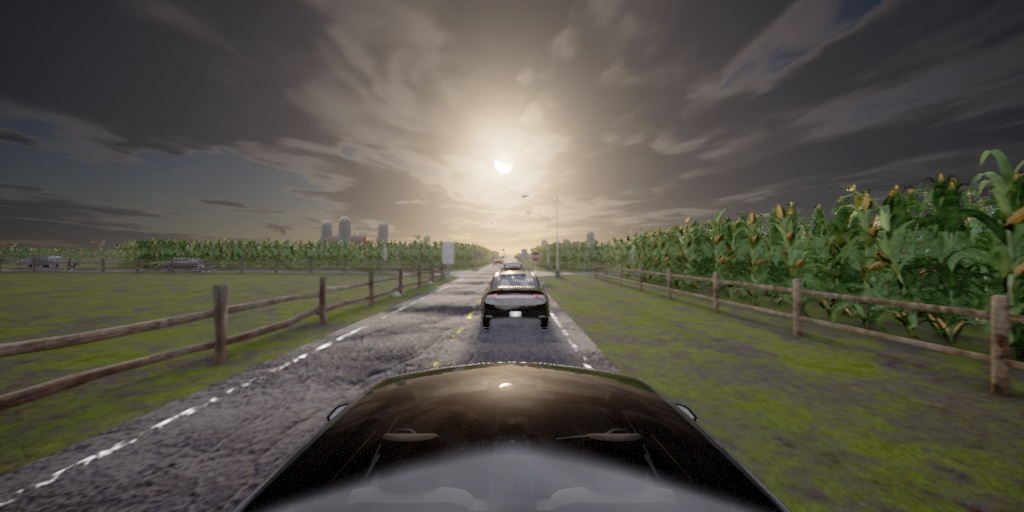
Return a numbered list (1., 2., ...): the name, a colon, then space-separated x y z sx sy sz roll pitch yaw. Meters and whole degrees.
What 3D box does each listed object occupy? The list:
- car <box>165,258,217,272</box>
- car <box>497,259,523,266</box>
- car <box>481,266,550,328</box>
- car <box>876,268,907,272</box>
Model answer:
1. car: -35.766 0.956 40.001 4.902 1.511 2.128 0 0 1
2. car: 0.118 1.201 26.848 1.837 1.490 4.892 0 -1 1
3. car: 0.091 1.224 11.323 2.128 1.511 4.902 0 0 0
4. car: 42.835 1.453 39.338 4.902 1.511 2.128 1 0 0
